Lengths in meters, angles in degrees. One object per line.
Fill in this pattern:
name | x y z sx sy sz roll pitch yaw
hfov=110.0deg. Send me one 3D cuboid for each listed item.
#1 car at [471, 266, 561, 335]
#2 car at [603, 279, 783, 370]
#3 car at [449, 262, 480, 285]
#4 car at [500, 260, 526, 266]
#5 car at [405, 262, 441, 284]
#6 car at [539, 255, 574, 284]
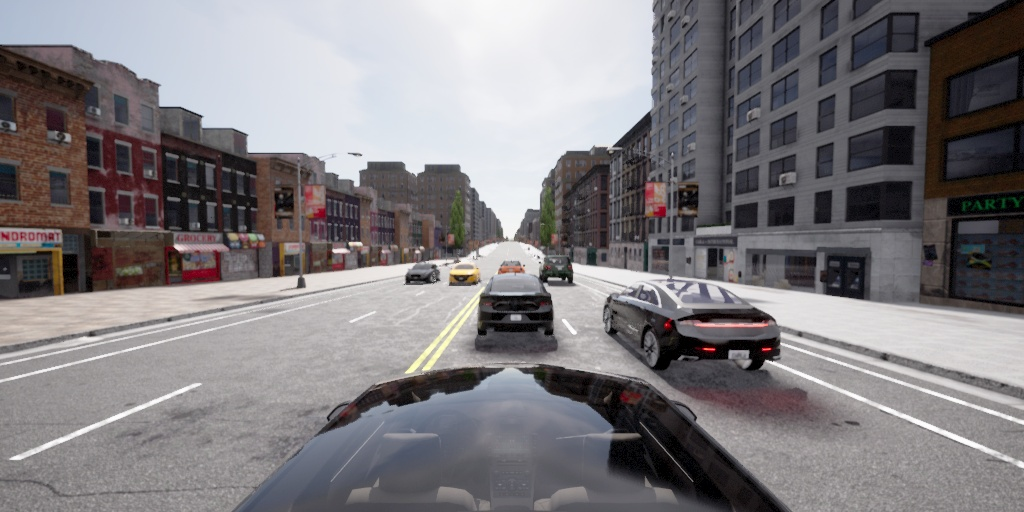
car | 0.086 1.226 10.479 1.882 1.535 5.008 0 0 0
car | 3.338 1.238 7.701 2.128 1.511 4.902 0 0 0
car | -3.384 1.228 26.336 1.882 1.535 5.008 0 0 0
car | 0.027 1.102 29.613 2.097 1.767 4.553 0 0 3
car | -6.635 1.256 27.098 1.837 1.490 4.892 0 0 0
car | 3.311 0.972 27.537 2.150 2.045 5.566 0 0 0
